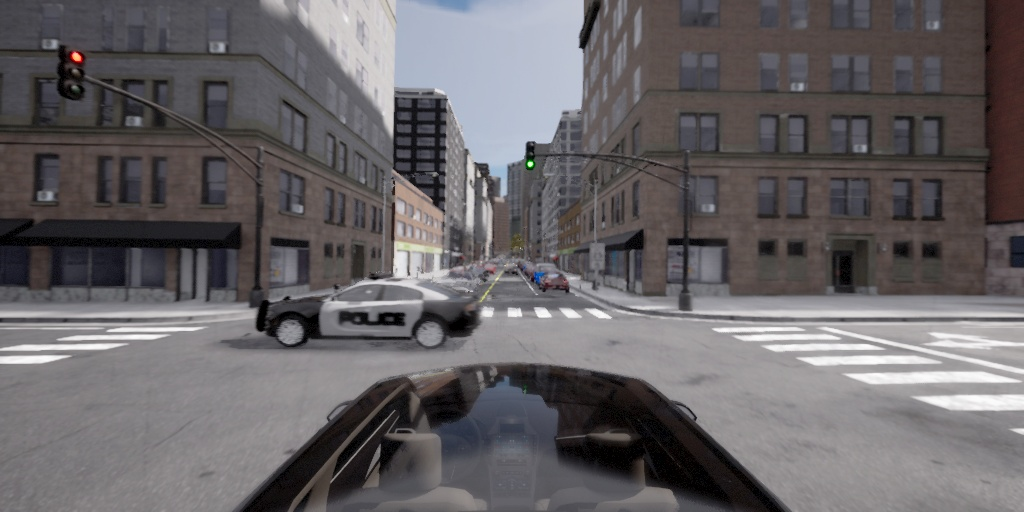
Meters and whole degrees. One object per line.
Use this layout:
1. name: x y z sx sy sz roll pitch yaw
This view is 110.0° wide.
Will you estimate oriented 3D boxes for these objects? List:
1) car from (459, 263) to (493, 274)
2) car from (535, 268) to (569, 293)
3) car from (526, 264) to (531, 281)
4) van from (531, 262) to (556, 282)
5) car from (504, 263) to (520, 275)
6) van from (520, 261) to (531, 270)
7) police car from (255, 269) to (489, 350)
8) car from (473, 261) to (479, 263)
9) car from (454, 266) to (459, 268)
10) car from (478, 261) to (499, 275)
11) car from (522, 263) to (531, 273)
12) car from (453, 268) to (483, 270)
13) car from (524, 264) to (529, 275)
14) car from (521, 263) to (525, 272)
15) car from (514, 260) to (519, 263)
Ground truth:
1. car: -3.172 1.625 32.610 2.128 1.511 4.902 1 -1 0
2. car: 2.708 1.679 23.573 1.802 1.307 4.207 0 0 0
3. car: 2.660 1.795 34.675 1.888 1.381 4.507 0 0 0
4. van: 2.684 1.515 29.124 1.690 1.789 3.998 0 0 0
5. car: -0.167 2.008 51.598 1.895 1.301 4.718 1 -1 0
6. van: 2.563 1.839 56.890 1.690 1.789 3.998 0 0 0
7. police car: -3.327 1.231 8.757 5.238 1.638 1.930 1 -1 -1
8. car: -5.937 1.869 51.307 2.007 1.370 4.403 0 0 0
9. car: -5.889 1.778 40.199 1.802 1.307 4.207 0 0 0
10. car: -3.217 1.815 49.131 1.882 1.535 5.008 1 -1 0
11. car: 2.611 1.970 45.783 1.802 1.307 4.207 0 0 0
12. car: -3.128 1.581 21.309 1.895 1.301 4.718 1 -1 2
13. car: 2.635 1.905 40.231 1.802 1.307 4.207 0 0 0
14. car: 2.587 2.027 51.339 1.802 1.307 4.207 0 0 0
15. car: -0.208 1.980 61.571 1.882 1.535 5.008 1 -1 0
